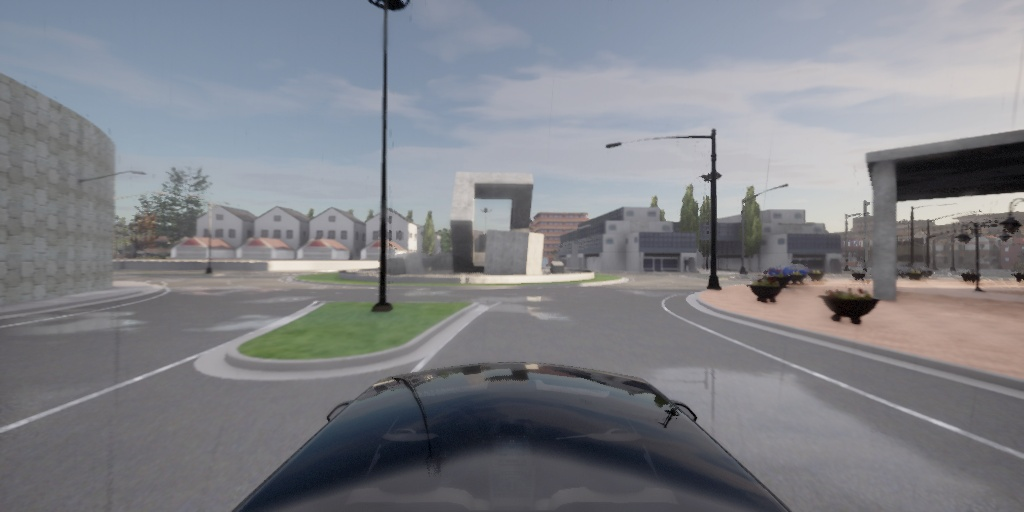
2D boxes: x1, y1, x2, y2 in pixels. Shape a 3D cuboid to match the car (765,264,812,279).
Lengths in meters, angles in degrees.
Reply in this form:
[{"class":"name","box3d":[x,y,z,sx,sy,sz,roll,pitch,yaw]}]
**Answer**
[{"class":"car","box3d":[30.984,1.805,39.912,5.008,1.535,1.882,1,-1,-16]}]
